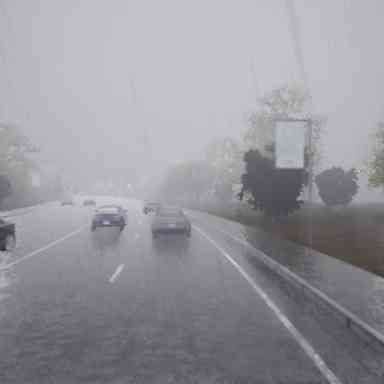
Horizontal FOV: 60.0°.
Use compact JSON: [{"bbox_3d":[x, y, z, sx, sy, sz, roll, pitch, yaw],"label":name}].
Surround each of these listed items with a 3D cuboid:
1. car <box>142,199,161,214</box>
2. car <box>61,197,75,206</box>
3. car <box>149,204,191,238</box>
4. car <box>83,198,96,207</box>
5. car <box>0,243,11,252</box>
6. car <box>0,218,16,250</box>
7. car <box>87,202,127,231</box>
[{"bbox_3d":[-4.207,1.505,35.197,2.128,1.511,4.902,0,0,-12],"label":"car"},{"bbox_3d":[-20.133,1.534,53.995,1.837,1.490,4.892,0,0,-16],"label":"car"},{"bbox_3d":[-1.180,1.569,17.964,1.994,1.385,4.181,0,0,-7],"label":"car"},{"bbox_3d":[-15.637,1.628,50.963,1.895,1.301,4.718,0,0,-16],"label":"car"},{"bbox_3d":[-3.528,1.514,2.314,1.837,1.490,4.892,0,0,-1],"label":"car"},{"bbox_3d":[-7.679,1.496,11.043,1.882,1.535,5.008,0,0,-5],"label":"car"},{"bbox_3d":[-5.058,1.538,20.679,1.812,1.442,4.674,0,0,-8],"label":"car"}]
